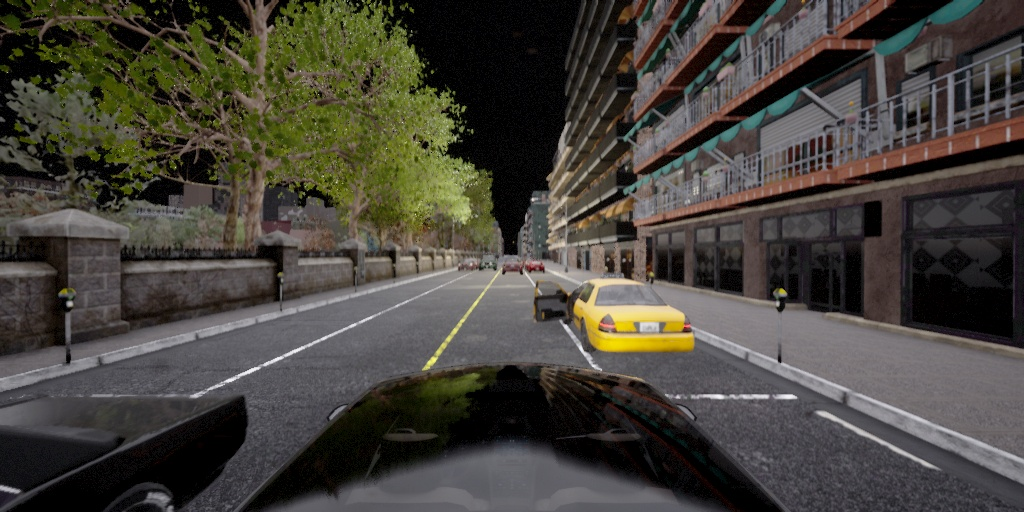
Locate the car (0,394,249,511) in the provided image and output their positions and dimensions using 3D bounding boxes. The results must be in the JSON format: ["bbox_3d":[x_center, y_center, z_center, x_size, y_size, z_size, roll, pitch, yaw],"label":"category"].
[{"bbox_3d":[-3.099,1.354,0.693,1.895,1.301,4.718,0,0,0],"label":"car"}]

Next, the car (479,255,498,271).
[{"bbox_3d":[-3.010,0.915,46.215,2.150,2.045,5.566,0,0,0],"label":"car"}]

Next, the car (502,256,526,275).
[{"bbox_3d":[0.068,1.004,37.908,2.097,1.767,4.553,0,0,0],"label":"car"}]

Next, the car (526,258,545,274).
[{"bbox_3d":[2.683,1.193,39.894,1.888,1.381,4.507,0,0,0],"label":"car"}]

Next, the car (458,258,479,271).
[{"bbox_3d":[-5.699,1.076,45.522,1.967,1.591,4.097,0,0,0],"label":"car"}]

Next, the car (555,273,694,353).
[{"bbox_3d":[2.348,1.185,8.691,1.801,1.575,5.366,0,0,0],"label":"car"}]
